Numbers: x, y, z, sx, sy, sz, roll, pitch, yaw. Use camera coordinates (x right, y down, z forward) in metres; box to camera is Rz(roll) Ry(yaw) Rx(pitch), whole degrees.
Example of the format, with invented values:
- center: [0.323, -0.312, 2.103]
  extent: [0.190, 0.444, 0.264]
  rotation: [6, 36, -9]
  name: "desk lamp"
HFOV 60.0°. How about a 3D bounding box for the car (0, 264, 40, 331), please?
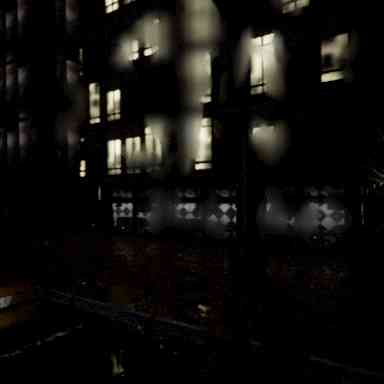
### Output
- center: [-4.678, 1.554, 5.903]
  extent: [4.829, 1.417, 1.752]
  rotation: [0, 0, 33]
  name: "car"
